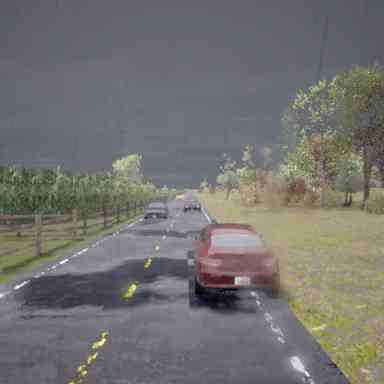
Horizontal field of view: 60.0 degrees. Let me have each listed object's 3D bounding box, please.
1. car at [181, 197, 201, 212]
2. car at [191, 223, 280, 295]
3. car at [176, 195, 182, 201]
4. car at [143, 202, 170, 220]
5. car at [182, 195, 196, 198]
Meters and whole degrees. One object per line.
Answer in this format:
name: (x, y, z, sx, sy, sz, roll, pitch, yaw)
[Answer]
car: (0.067, 1.582, 37.527, 1.895, 1.301, 4.718, 0, 0, 0)
car: (0.959, 1.525, 8.626, 1.812, 1.442, 4.674, 0, 0, 0)
car: (-2.800, 1.381, 78.853, 1.882, 1.535, 5.008, 0, 0, 0)
car: (-2.861, 1.537, 27.935, 2.033, 1.411, 5.357, 0, 0, 0)
car: (-0.012, 1.320, 47.748, 2.097, 1.767, 4.553, 0, 0, 0)
